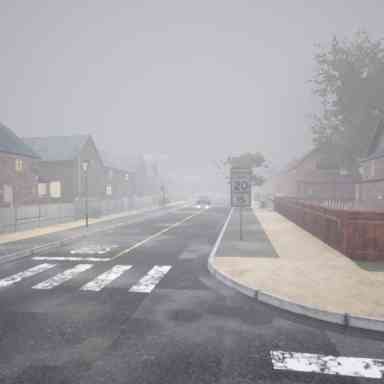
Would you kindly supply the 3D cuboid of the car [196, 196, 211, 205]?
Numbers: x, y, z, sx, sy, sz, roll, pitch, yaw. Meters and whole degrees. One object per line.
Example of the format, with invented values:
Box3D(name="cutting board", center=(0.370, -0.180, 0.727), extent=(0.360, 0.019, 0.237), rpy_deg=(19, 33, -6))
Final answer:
Box3D(name="car", center=(1.868, 1.287, 50.794), extent=(1.994, 1.385, 4.181), rpy_deg=(-1, 0, 8))
